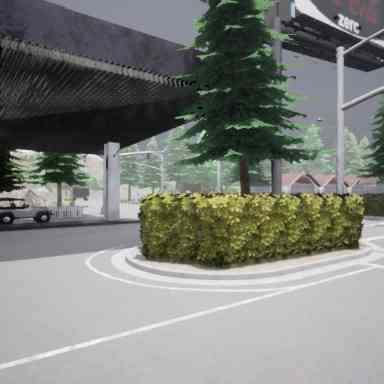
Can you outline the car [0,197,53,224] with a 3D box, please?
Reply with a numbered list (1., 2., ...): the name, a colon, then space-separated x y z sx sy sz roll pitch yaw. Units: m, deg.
1. car: -12.017 1.312 23.451 3.866 1.878 1.905 0 0 -36
